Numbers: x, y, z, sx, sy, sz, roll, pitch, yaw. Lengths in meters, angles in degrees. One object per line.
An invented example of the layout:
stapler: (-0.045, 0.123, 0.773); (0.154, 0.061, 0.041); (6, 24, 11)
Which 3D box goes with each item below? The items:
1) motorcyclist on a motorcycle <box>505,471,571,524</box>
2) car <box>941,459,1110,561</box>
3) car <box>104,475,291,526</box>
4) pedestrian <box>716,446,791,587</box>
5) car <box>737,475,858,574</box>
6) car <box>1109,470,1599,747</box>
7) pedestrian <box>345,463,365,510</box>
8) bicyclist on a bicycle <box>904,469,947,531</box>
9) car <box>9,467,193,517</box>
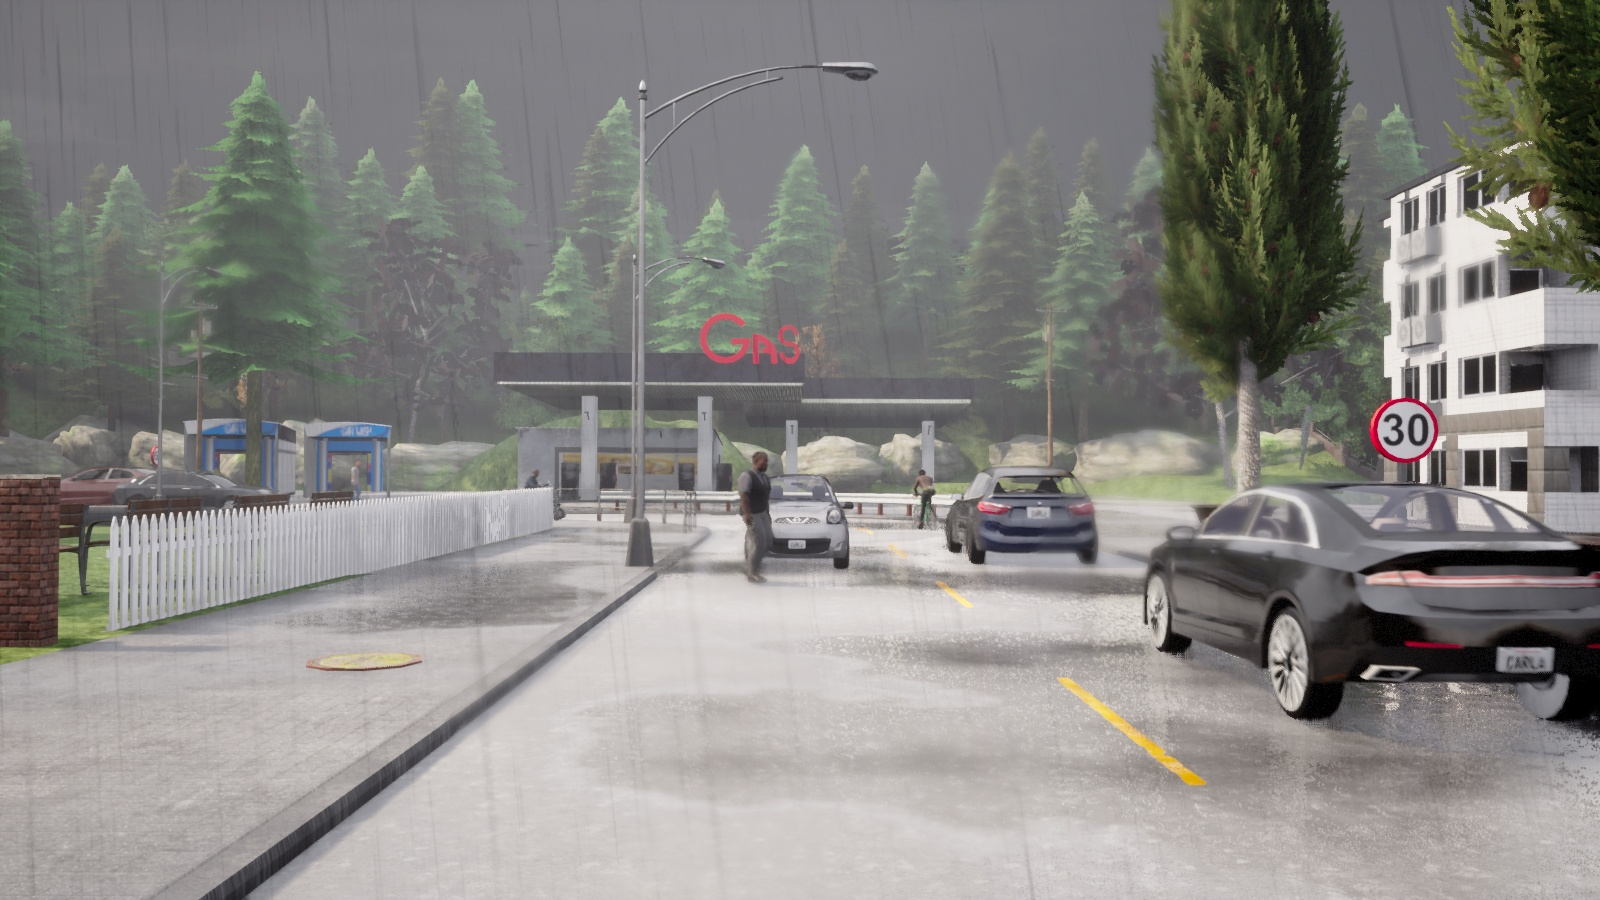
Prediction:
motorcyclist on a motorcycle: (-8.072, 1.449, 38.699); (1.817, 1.590, 0.866); (0, 0, 5)
car: (3.956, 1.027, 22.924); (2.242, 1.667, 4.611); (0, -1, 0)
car: (-18.533, 1.544, 38.800); (4.892, 1.490, 1.837); (0, -1, 0)
pedestrian: (-0.636, 0.897, 17.177); (0.849, 1.883, 0.563); (-1, -1, 28)
car: (-0.038, 1.181, 21.051); (1.845, 1.501, 3.633); (0, -1, 0)
car: (3.982, 0.912, 9.365); (2.128, 1.511, 4.902); (0, -1, 0)
pedestrian: (-17.204, 1.407, 48.573); (0.706, 1.836, 0.354); (0, -1, -12)
bicyclist on a bicycle: (3.345, 1.320, 33.656); (0.582, 1.620, 1.656); (-1, -1, -14)
car: (-23.733, 1.405, 42.783); (5.027, 1.651, 2.152); (0, -1, 0)
